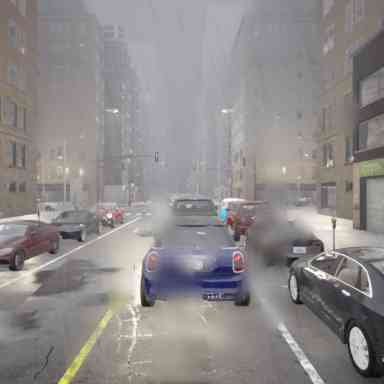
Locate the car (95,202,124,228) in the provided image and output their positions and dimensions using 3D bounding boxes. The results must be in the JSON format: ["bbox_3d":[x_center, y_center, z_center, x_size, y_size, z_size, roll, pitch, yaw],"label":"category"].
[{"bbox_3d":[-5.726,1.441,21.867,1.967,1.590,4.097,0,0,0],"label":"car"}]

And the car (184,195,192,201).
[{"bbox_3d":[-1.099,1.616,91.021,1.994,1.385,4.181,0,0,-1],"label":"car"}]

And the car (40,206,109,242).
[{"bbox_3d":[-5.710,1.566,16.342,1.947,1.339,4.313,0,0,0],"label":"car"}]

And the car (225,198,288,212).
[{"bbox_3d":[2.816,1.315,16.374,2.192,1.841,5.009,0,0,0],"label":"car"}]

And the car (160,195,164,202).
[{"bbox_3d":[-6.417,1.480,76.890,1.967,1.590,4.097,0,0,-1],"label":"car"}]

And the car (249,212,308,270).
[{"bbox_3d":[2.831,1.566,10.850,1.947,1.339,4.313,0,0,0],"label":"car"}]

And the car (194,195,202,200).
[{"bbox_3d":[1.682,1.620,94.048,1.887,1.381,4.507,0,0,-1],"label":"car"}]

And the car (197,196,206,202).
[{"bbox_3d":[2.105,1.622,77.093,1.802,1.307,4.206,0,0,-1],"label":"car"}]

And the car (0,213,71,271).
[{"bbox_3d":[-5.694,1.582,10.817,1.802,1.307,4.206,0,0,0],"label":"car"}]

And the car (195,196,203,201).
[{"bbox_3d":[1.824,1.639,88.395,1.802,1.307,4.206,0,0,-1],"label":"car"}]

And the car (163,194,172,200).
[{"bbox_3d":[-6.841,1.390,93.850,2.192,1.841,5.009,0,0,-1],"label":"car"}]

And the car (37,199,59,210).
[{"bbox_3d":[-17.873,1.540,38.519,4.674,1.442,1.812,0,0,-2],"label":"car"}]

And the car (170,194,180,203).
[{"bbox_3d":[-3.613,1.389,71.362,2.097,1.767,4.553,0,0,-1],"label":"car"}]

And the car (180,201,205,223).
[{"bbox_3d":[0.029,1.526,26.891,1.812,1.442,4.674,0,0,0],"label":"car"}]

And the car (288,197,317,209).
[{"bbox_3d":[14.912,1.481,45.489,4.902,1.511,2.128,0,0,0],"label":"car"}]

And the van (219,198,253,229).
[{"bbox_3d":[2.800,1.342,21.898,1.690,1.788,3.998,0,0,0],"label":"van"}]

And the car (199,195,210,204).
[{"bbox_3d":[2.386,1.468,65.787,1.967,1.590,4.097,0,0,-1],"label":"car"}]

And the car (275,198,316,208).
[{"bbox_3d":[15.047,1.541,48.741,5.357,1.411,2.033,0,0,0],"label":"car"}]

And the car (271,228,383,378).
[{"bbox_3d":[2.848,1.551,5.327,2.008,1.369,4.403,0,0,0],"label":"car"}]

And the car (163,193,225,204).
[{"bbox_3d":[0.057,1.222,15.486,2.150,2.045,5.566,0,0,0],"label":"car"}]

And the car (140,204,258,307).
[{"bbox_3d":[0.030,1.352,8.152,2.097,1.767,4.553,0,0,-1],"label":"car"}]
